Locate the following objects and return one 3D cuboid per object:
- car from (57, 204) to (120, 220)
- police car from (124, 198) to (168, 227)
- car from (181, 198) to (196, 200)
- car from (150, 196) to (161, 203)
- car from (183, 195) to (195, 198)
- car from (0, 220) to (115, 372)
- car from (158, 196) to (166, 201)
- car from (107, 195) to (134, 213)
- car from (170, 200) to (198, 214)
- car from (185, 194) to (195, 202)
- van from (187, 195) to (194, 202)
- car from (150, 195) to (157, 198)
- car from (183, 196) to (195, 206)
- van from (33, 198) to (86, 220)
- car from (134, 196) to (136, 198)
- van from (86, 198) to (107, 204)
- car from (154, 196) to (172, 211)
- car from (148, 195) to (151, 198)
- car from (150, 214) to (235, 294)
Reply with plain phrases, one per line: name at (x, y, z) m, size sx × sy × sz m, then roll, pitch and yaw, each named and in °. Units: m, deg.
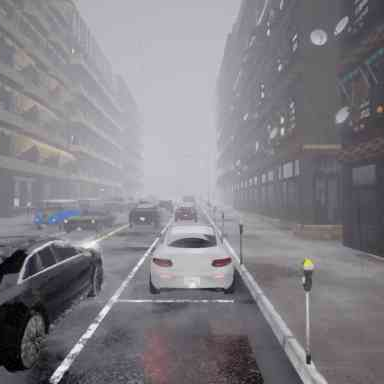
car at (-5.871, 1.616, 19.505) m, size 1.895 × 1.301 × 4.718 m, roll 0°, pitch 0°, yaw 0°
police car at (-3.022, 1.446, 22.870) m, size 1.930 × 1.638 × 5.238 m, roll 0°, pitch 0°, yaw 0°
car at (-0.438, 1.582, 31.754) m, size 1.887 × 1.381 × 4.507 m, roll 1°, pitch 0°, yaw 0°
car at (-8.324, 1.725, 76.059) m, size 1.887 × 1.381 × 4.507 m, roll 1°, pitch 0°, yaw 0°
car at (-0.429, 1.490, 37.286) m, size 1.967 × 1.590 × 4.097 m, roll 1°, pitch 0°, yaw 0°
car at (-2.925, 1.495, 5.643) m, size 2.128 × 1.511 × 4.902 m, roll 0°, pitch 0°, yaw 0°
car at (-8.326, 1.846, 92.652) m, size 1.802 × 1.307 × 4.206 m, roll 1°, pitch 0°, yaw 0°
car at (-8.314, 1.365, 37.346) m, size 2.192 × 1.841 × 5.009 m, roll 1°, pitch 0°, yaw 0°
car at (-0.438, 1.572, 26.224) m, size 1.887 × 1.381 × 4.507 m, roll 1°, pitch 0°, yaw 0°
car at (-0.473, 1.521, 81.536) m, size 2.192 × 1.841 × 5.009 m, roll 1°, pitch 0°, yaw 0°
van at (-0.474, 1.575, 87.068) m, size 1.690 × 1.788 × 3.998 m, roll 1°, pitch 0°, yaw 0°
car at (-8.317, 1.471, 70.528) m, size 2.192 × 1.841 × 5.009 m, roll 1°, pitch 0°, yaw 0°
car at (-0.473, 1.553, 59.411) m, size 1.967 × 1.590 × 4.097 m, roll 1°, pitch 0°, yaw 0°
van at (-8.312, 1.358, 20.753) m, size 1.690 × 1.788 × 3.998 m, roll 2°, pitch 0°, yaw 0°
car at (-8.314, 1.379, 42.876) m, size 2.192 × 1.841 × 5.009 m, roll 1°, pitch 0°, yaw 0°
van at (-8.314, 1.368, 26.285) m, size 1.690 × 1.788 × 3.998 m, roll 1°, pitch 0°, yaw 0°
car at (-2.926, 1.555, 37.355) m, size 1.837 × 1.490 × 4.892 m, roll 0°, pitch 0°, yaw 0°
car at (-8.321, 1.660, 53.938) m, size 1.947 × 1.339 × 4.313 m, roll 1°, pitch 0°, yaw 0°
car at (0.003, 1.531, 8.653) m, size 1.812 × 1.442 × 4.674 m, roll 0°, pitch 0°, yaw 0°
